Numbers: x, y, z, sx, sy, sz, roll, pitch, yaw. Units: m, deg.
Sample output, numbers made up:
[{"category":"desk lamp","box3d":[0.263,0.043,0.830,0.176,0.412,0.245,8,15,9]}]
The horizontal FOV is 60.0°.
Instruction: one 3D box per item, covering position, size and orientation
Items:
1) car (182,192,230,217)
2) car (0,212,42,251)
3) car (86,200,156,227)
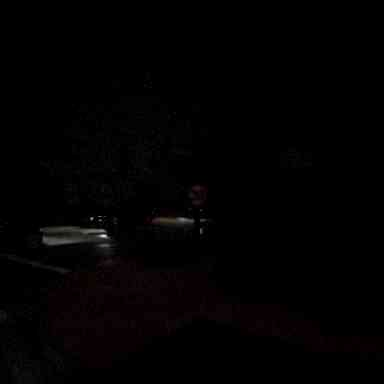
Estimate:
[{"category":"car","box3d":[1.461,0.996,29.010,2.150,2.045,5.566,1,1,37]},{"category":"car","box3d":[-6.759,1.336,10.419,1.837,1.490,4.892,-4,0,10]},{"category":"car","box3d":[-4.321,1.274,20.862,1.837,1.490,4.892,1,0,34]}]
